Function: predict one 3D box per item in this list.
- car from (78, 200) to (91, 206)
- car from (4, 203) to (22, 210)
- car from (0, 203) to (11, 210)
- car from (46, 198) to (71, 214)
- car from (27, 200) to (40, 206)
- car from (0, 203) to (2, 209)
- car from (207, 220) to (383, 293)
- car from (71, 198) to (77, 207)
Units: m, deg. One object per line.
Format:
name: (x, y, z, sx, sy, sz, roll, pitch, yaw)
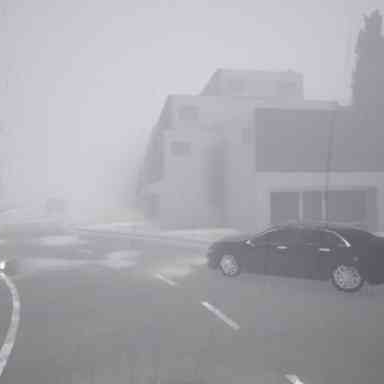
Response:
car: (-26.289, 2.733, 82.241, 1.994, 1.385, 4.181, -1, -1, -11)
car: (-34.387, 2.760, 63.916, 1.895, 1.301, 4.718, -1, -1, -11)
car: (-38.717, 2.870, 67.778, 1.895, 1.301, 4.718, -1, -1, -11)
car: (-19.317, 1.977, 47.556, 2.150, 2.045, 5.566, -1, -1, -11)
car: (-37.234, 2.583, 78.288, 2.128, 1.511, 4.902, -1, -1, -11)
car: (-32.160, 2.504, 52.582, 1.882, 1.535, 5.008, -1, -1, -11)
car: (2.715, 1.535, 8.876, 4.892, 1.490, 1.837, -1, 1, 32)
car: (-28.932, 2.404, 77.539, 2.150, 2.045, 5.566, -1, -1, -11)
